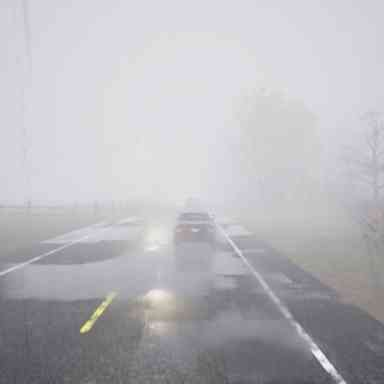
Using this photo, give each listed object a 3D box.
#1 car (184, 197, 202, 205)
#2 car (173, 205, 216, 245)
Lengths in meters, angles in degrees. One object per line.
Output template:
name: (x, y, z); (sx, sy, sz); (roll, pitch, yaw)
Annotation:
car: (0.126, 1.356, 41.595); (2.097, 1.767, 4.553); (0, 0, 0)
car: (0.110, 1.549, 15.466); (2.033, 1.411, 5.357); (0, 0, 0)
